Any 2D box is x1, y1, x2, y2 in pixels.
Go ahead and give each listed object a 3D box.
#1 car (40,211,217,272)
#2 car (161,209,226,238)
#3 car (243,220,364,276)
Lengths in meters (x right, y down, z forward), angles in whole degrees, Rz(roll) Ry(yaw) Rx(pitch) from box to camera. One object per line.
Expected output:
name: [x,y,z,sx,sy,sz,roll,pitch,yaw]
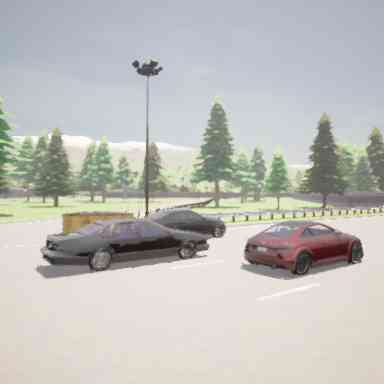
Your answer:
car: [-1.999,1.572,10.920,5.357,1.411,2.033,0,0,-36]
car: [-0.447,1.573,16.326,4.674,1.442,1.812,0,0,-35]
car: [3.623,1.612,10.630,4.181,1.385,1.994,0,0,-36]
